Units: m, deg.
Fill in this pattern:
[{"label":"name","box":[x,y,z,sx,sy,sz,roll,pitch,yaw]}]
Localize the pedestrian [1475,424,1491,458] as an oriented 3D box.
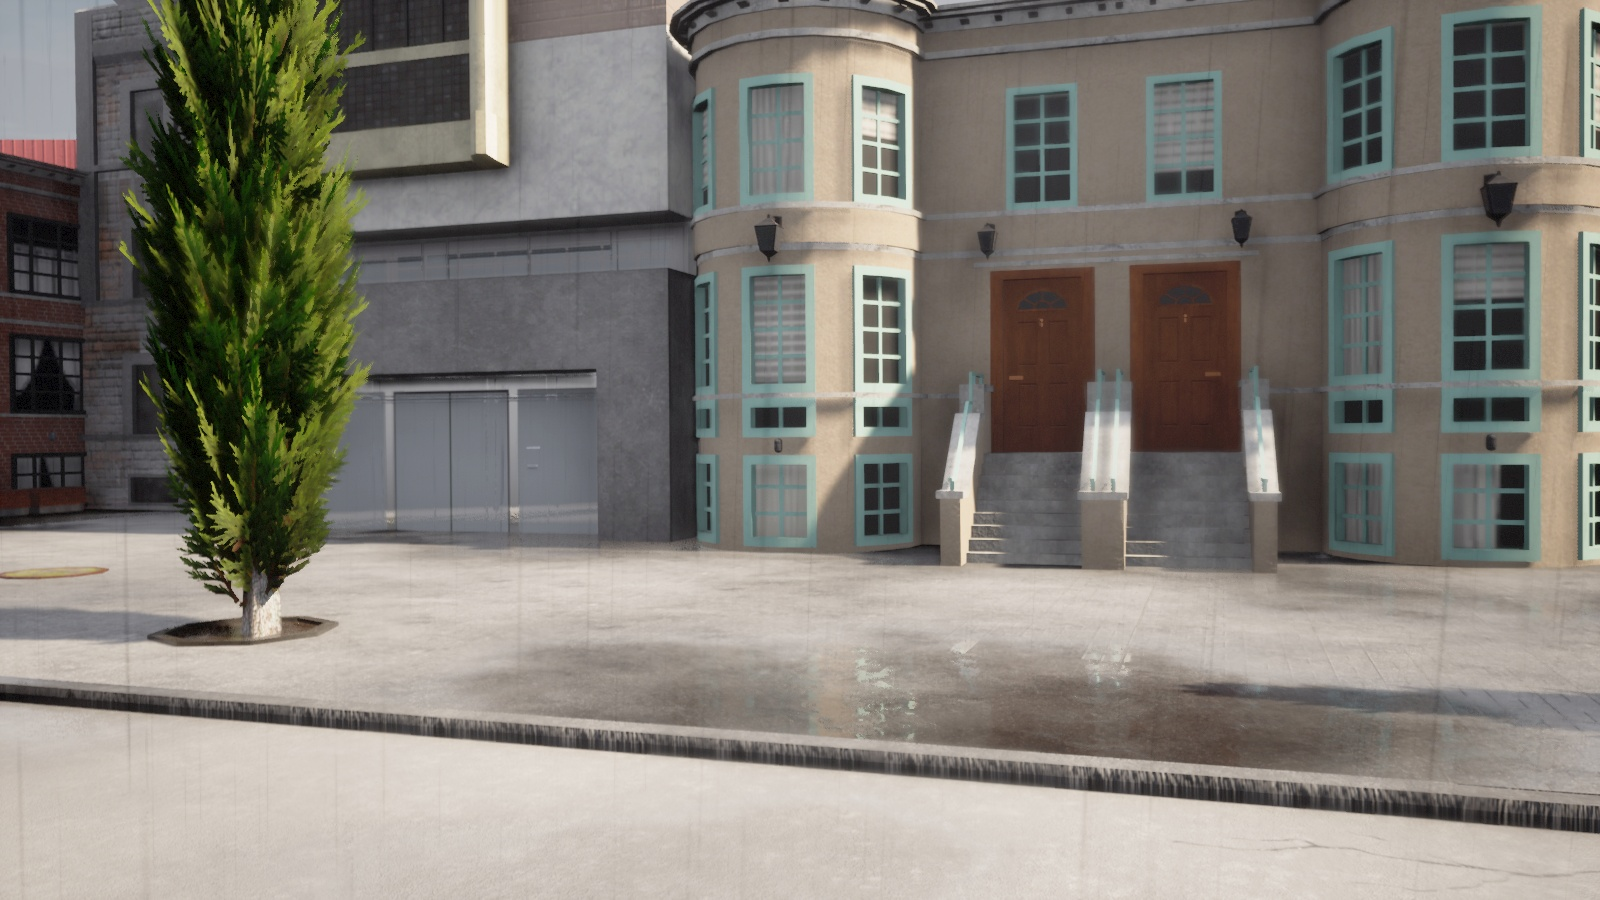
[{"label":"pedestrian","box":[37.468,-0.475,68.914,0.634,1.844,0.899,0,1,21]}]
